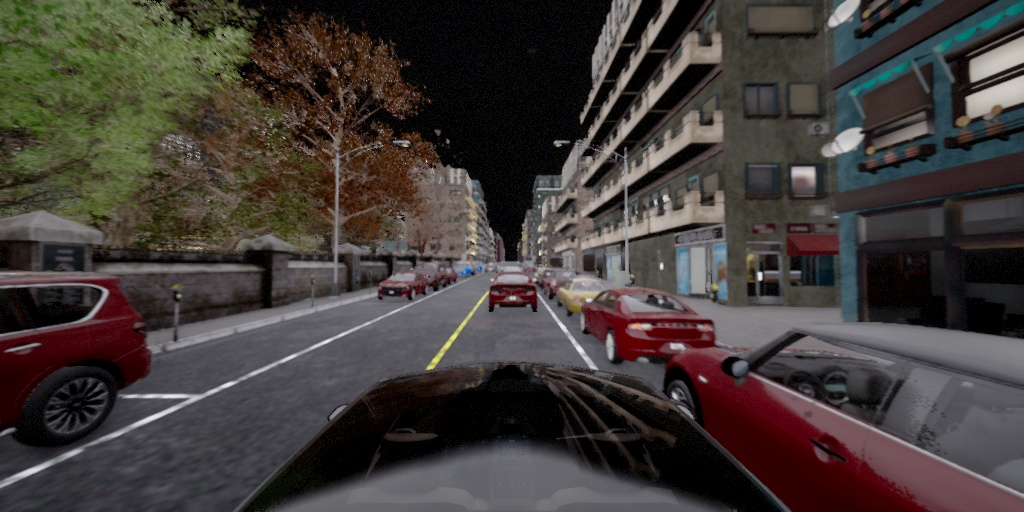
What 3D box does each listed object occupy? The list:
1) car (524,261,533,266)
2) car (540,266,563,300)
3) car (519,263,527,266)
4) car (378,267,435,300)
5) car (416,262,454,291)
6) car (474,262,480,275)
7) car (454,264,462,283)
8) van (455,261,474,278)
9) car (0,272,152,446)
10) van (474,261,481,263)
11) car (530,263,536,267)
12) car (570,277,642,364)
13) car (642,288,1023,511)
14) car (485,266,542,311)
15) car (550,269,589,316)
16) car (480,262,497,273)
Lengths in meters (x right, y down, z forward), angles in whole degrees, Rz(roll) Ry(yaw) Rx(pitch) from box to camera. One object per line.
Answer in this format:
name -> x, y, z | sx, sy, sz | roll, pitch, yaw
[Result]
car -> 2.669, 1.776, 52.275 | 1.967, 1.591, 4.097 | 0, 0, 0
car -> 2.695, 1.391, 19.138 | 1.967, 1.591, 4.097 | 0, 0, 0
car -> 0.053, 1.601, 29.859 | 1.812, 1.442, 4.674 | 0, 0, 1
car -> -5.686, 1.497, 19.139 | 1.888, 1.381, 4.507 | 0, 0, 0
car -> -5.686, 1.331, 24.662 | 2.192, 1.841, 5.009 | 0, 0, 0
car -> -5.665, 1.838, 46.754 | 1.948, 1.339, 4.313 | 0, 0, 0
car -> -5.685, 1.625, 30.185 | 1.888, 1.381, 4.507 | 0, 0, 0
van -> -5.691, 1.549, 41.231 | 1.690, 1.789, 3.998 | 0, 0, 0
car -> -5.689, 1.075, 2.570 | 2.192, 1.841, 5.009 | 0, 0, 0
van -> -5.647, 1.742, 57.801 | 1.690, 1.789, 3.998 | 0, 0, 0
car -> 2.696, 1.605, 30.353 | 1.751, 1.417, 4.829 | 0, 0, 0
car -> 2.693, 1.369, 8.090 | 1.888, 1.381, 4.507 | 0, 0, 0
car -> 2.692, 1.200, 2.568 | 1.967, 1.591, 4.097 | 0, 0, 0
car -> 0.054, 1.386, 15.385 | 1.882, 1.535, 5.008 | 0, 0, 1
car -> 2.694, 1.413, 13.784 | 1.751, 1.417, 4.829 | 0, 0, 0
car -> -3.073, 1.840, 53.302 | 2.128, 1.511, 4.902 | 0, -1, 0
